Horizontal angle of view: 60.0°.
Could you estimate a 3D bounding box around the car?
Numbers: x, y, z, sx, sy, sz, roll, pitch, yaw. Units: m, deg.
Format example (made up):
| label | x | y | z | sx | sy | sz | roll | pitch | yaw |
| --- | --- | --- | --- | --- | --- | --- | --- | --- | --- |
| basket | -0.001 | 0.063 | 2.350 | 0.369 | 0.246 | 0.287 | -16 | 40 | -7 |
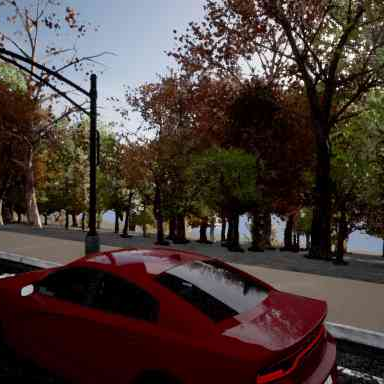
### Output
| label | x | y | z | sx | sy | sz | roll | pitch | yaw |
| --- | --- | --- | --- | --- | --- | --- | --- | --- | --- |
| car | -0.859 | 1.477 | 4.289 | 5.008 | 1.535 | 1.882 | 0 | 0 | 35 |
